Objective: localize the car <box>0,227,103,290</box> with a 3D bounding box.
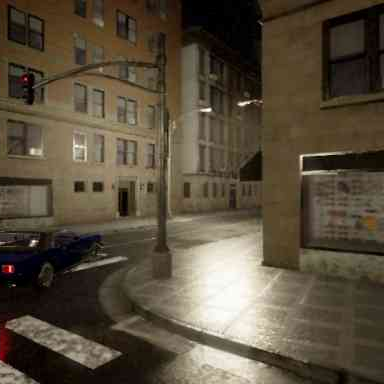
[{"bbox_3d":[-4.115,1.613,9.128,1.895,1.301,4.718,0,0,6],"label":"car"}]
